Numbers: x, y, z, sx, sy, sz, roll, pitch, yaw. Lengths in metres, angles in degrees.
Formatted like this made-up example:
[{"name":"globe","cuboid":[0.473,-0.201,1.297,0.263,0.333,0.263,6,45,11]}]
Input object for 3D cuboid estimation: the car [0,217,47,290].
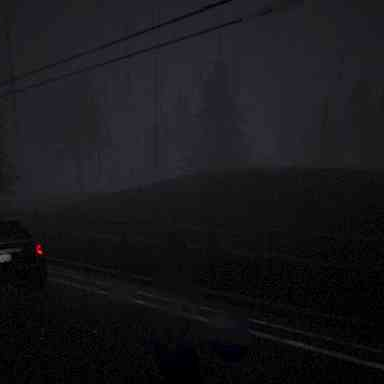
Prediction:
[{"name":"car","cuboid":[-5.505,1.349,7.922,4.553,1.767,2.097,0,0,36]}]
